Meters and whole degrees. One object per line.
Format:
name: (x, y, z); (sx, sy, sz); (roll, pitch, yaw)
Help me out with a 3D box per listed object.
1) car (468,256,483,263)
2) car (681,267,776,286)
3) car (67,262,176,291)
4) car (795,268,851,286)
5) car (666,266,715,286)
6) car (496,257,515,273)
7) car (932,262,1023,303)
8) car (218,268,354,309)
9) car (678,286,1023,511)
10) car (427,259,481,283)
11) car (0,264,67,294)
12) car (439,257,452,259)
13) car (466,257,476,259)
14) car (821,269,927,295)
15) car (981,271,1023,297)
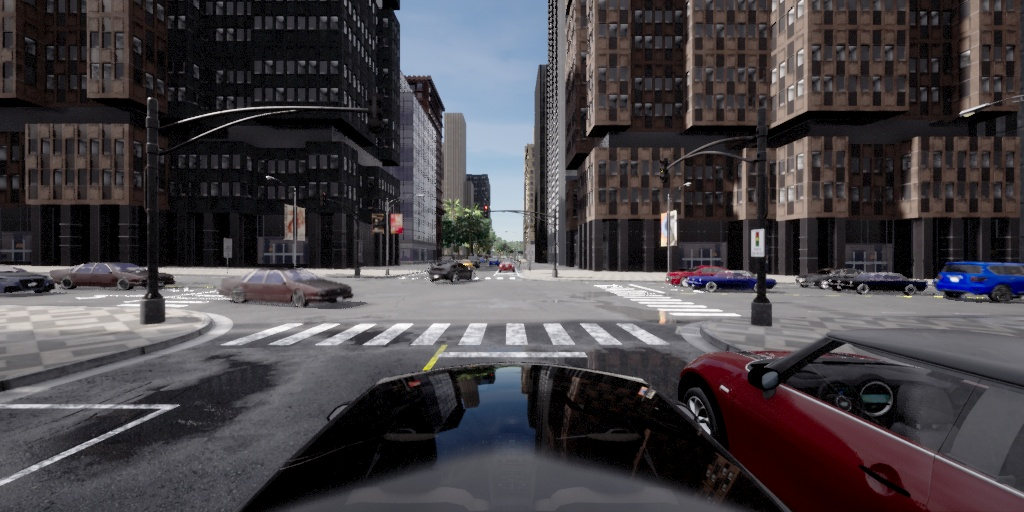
car: (-6.557, 1.010, 59.219); (2.150, 2.045, 5.566); (0, 0, 0)
car: (13.526, 1.567, 22.412); (4.718, 1.301, 1.895); (1, 0, 0)
car: (-20.949, 1.029, 18.798); (5.357, 1.411, 2.033); (1, 0, 2)
car: (23.135, 1.606, 25.717); (4.892, 1.490, 1.837); (1, 0, 0)
car: (13.644, 1.442, 25.669); (5.008, 1.535, 1.882); (1, 0, 0)
car: (-0.606, 1.195, 43.712); (1.967, 1.591, 4.097); (0, 0, 0)
car: (26.122, 1.376, 19.024); (5.566, 2.045, 2.150); (1, 0, 0)
car: (-9.083, 1.203, 14.380); (5.357, 1.411, 2.033); (1, 0, 17)
car: (2.764, 1.190, 2.321); (1.967, 1.591, 4.097); (0, 0, 0)
car: (-4.488, 1.210, 27.334); (1.837, 1.490, 4.892); (3, 1, 20)
car: (-22.725, 1.025, 15.501); (4.181, 1.385, 1.994); (1, 0, 0)
car: (-9.166, 1.081, 49.085); (2.192, 1.841, 5.009); (0, 0, 0)
car: (-6.497, 1.244, 48.881); (1.882, 1.535, 5.008); (0, 0, 0)
car: (22.692, 1.700, 22.466); (4.718, 1.301, 1.895); (1, 0, 0)
car: (33.100, 1.755, 22.519); (4.892, 1.490, 1.837); (1, 0, 0)
